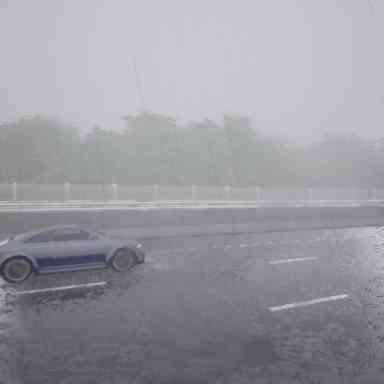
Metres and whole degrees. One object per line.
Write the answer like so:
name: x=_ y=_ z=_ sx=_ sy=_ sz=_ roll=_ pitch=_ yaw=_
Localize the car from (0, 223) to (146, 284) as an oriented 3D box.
car: x=-3.494 y=1.615 z=9.743 sx=4.181 sy=1.385 sz=1.994 roll=0 pitch=0 yaw=-26
